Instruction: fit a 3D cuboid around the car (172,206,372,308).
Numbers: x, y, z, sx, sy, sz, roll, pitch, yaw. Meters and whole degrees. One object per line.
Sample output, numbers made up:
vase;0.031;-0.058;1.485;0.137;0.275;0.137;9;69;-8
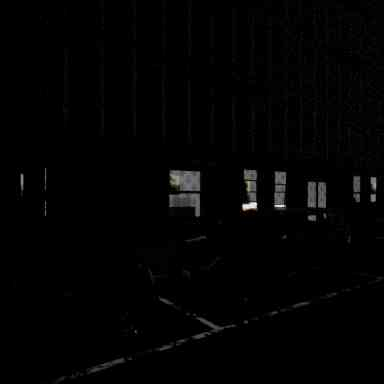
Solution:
car;1.937;1.314;8.105;5.009;1.841;2.192;0;0;-35

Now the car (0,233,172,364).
car;-2.594;1.440;4.884;4.097;1.590;1.967;0;0;-35

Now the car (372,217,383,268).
car;6.468;1.561;11.329;4.313;1.339;1.947;0;0;-35
